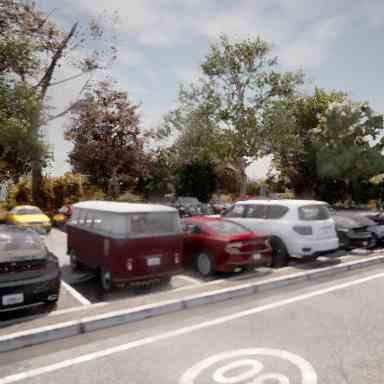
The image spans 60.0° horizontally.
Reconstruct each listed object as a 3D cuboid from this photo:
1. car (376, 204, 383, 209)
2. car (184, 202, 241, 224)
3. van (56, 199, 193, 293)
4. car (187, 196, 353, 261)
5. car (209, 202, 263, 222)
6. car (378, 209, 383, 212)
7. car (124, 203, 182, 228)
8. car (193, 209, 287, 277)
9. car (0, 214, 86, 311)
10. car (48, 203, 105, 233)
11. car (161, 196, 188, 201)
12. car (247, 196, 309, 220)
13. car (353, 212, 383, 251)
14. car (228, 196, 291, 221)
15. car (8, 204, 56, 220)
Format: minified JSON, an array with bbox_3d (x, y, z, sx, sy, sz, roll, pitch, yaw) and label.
[{"bbox_3d":[11.643,1.668,18.799,2.097,1.535,5.008,1,-1,-36],"label":"car"},{"bbox_3d":[1.589,1.638,27.684,2.097,1.535,5.008,1,0,-36],"label":"car"},{"bbox_3d":[-2.095,1.274,9.098,1.878,1.987,4.442,1,0,-36],"label":"van"},{"bbox_3d":[2.513,1.301,12.294,2.435,2.045,5.566,1,0,-36],"label":"car"},{"bbox_3d":[3.750,1.707,29.237,2.002,1.452,4.674,1,0,-36],"label":"car"},{"bbox_3d":[7.100,1.636,15.511,2.163,1.488,4.792,1,0,-36],"label":"car"},{"bbox_3d":[-2.957,1.609,24.466,2.163,1.488,4.792,1,0,-36],"label":"car"},{"bbox_3d":[0.253,1.526,10.631,2.097,1.535,5.008,1,0,-36],"label":"car"},{"bbox_3d":[-4.303,1.474,7.365,2.231,1.521,4.892,1,0,-36],"label":"car"},{"bbox_3d":[-7.463,1.527,21.193,2.097,1.535,5.008,1,0,-36],"label":"car"},{"bbox_3d":[-0.660,1.356,26.043,2.435,2.045,5.566,1,0,-36],"label":"car"},{"bbox_3d":[8.293,1.484,32.463,2.435,2.045,5.566,1,-1,-36],"label":"car"},{"bbox_3d":[4.812,1.580,13.901,2.231,1.521,4.892,1,0,-36],"label":"car"},{"bbox_3d":[6.131,1.451,30.911,2.435,2.045,5.566,1,-1,-36],"label":"car"},{"bbox_3d":[-9.623,1.498,19.423,1.946,1.575,5.366,1,0,-36],"label":"car"}]
